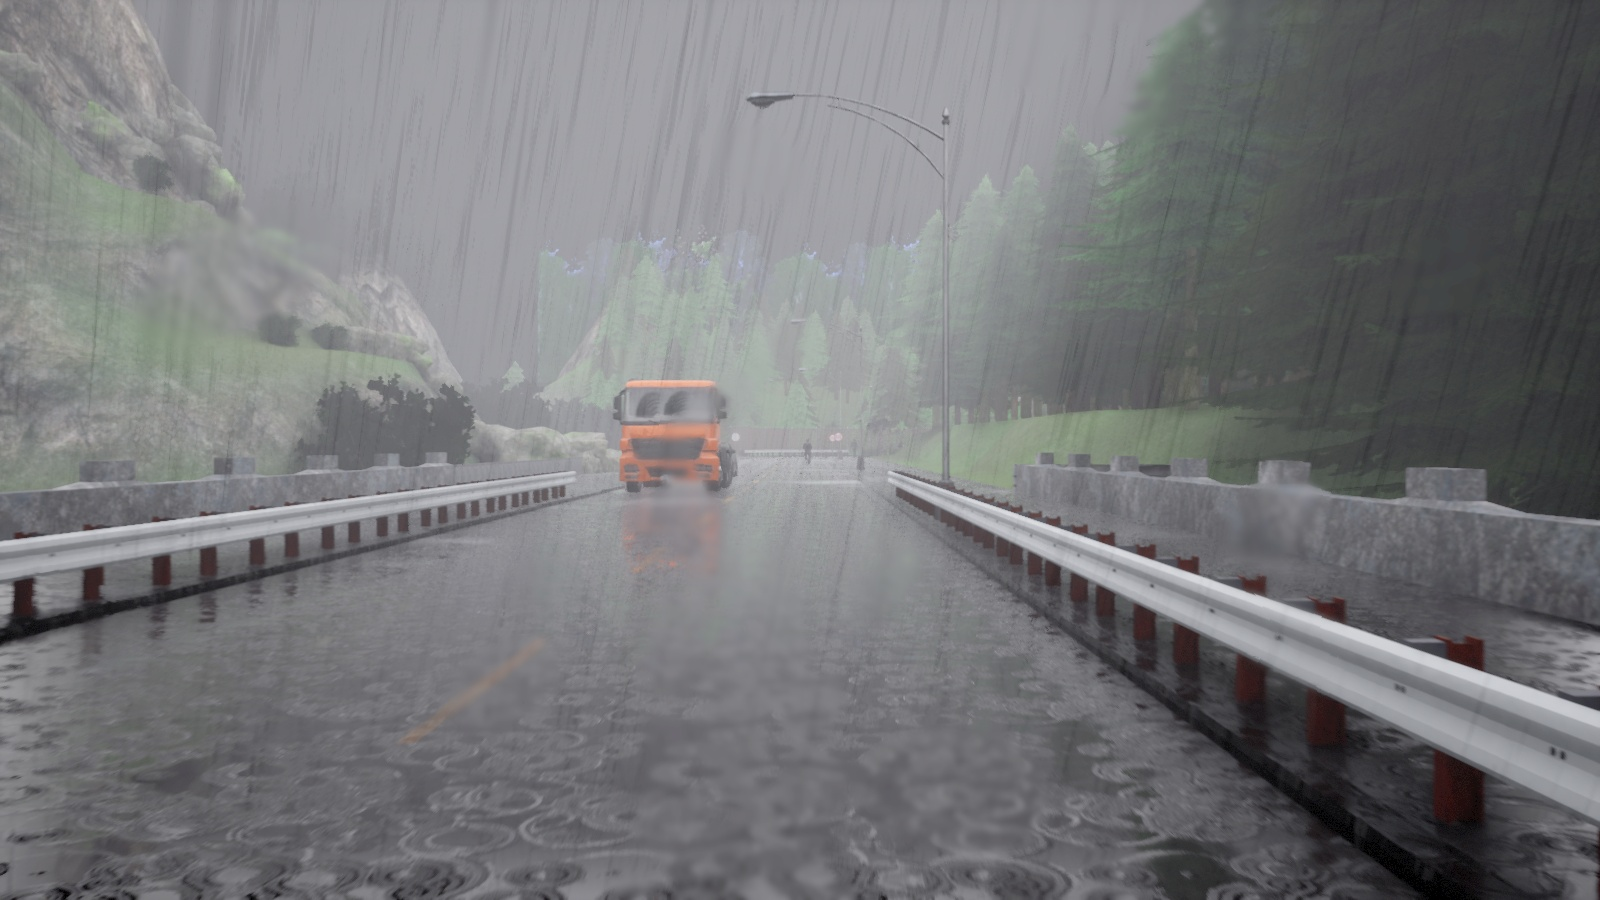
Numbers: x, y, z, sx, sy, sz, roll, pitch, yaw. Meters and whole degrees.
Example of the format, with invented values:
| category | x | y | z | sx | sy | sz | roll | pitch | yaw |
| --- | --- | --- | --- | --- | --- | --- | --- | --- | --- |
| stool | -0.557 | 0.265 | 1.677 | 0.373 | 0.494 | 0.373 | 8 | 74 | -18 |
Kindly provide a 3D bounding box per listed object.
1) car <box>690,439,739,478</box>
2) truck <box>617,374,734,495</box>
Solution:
| category | x | y | z | sx | sy | sz | roll | pitch | yaw |
| --- | --- | --- | --- | --- | --- | --- | --- | --- | --- |
| car | -3.663 | 0.335 | 54.336 | 1.851 | 1.617 | 3.988 | 0 | 0 | 0 |
| truck | -3.749 | -0.462 | 39.702 | 2.891 | 3.462 | 7.936 | 0 | 0 | 0 |
